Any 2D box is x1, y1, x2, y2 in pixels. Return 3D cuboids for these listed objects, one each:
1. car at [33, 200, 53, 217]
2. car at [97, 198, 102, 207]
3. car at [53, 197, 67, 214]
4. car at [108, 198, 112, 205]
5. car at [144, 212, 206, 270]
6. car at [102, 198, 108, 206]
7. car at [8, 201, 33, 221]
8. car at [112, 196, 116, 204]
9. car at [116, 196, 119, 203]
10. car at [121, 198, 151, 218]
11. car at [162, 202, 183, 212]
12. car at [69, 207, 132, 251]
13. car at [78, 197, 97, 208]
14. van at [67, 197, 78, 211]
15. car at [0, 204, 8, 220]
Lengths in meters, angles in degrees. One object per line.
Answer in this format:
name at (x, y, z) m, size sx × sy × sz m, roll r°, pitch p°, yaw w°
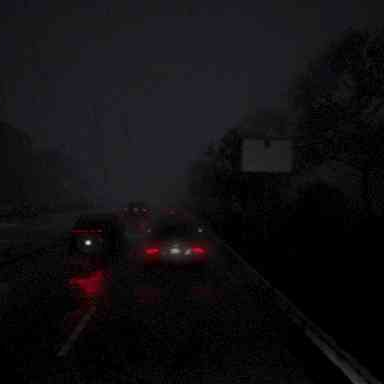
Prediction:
car at (-17.681, 1.762, 36.900) m, size 2.185 × 1.767 × 4.553 m, roll 0°, pitch -1°, yaw -4°
car at (-19.485, 2.151, 64.438) m, size 2.097 × 1.535 × 5.008 m, roll 0°, pitch -1°, yaw -4°
car at (-18.042, 1.815, 42.413) m, size 2.185 × 1.767 × 4.553 m, roll 0°, pitch -1°, yaw -4°
car at (-20.210, 2.131, 75.491) m, size 2.185 × 1.767 × 4.553 m, roll 0°, pitch -1°, yaw -4°
car at (-0.581, 1.655, 11.415) m, size 2.033 × 1.411 × 5.357 m, roll 0°, pitch 0°, yaw -3°
car at (-19.846, 2.205, 69.952) m, size 2.231 × 1.521 × 4.892 m, roll 0°, pitch -1°, yaw -4°
car at (-17.326, 1.876, 31.481) m, size 2.002 × 1.452 × 4.674 m, roll 0°, pitch -1°, yaw -4°
car at (-20.570, 2.184, 81.005) m, size 2.185 × 1.767 × 4.553 m, roll 0°, pitch -1°, yaw -4°
car at (-20.938, 2.403, 86.612) m, size 2.002 × 1.452 × 4.674 m, roll 0°, pitch -1°, yaw -4°
car at (-5.077, 1.666, 31.434) m, size 2.097 × 1.767 × 4.553 m, roll 0°, pitch -1°, yaw -3°
car at (-1.946, 1.791, 33.522) m, size 1.882 × 1.535 × 5.008 m, roll 0°, pitch 0°, yaw -3°
car at (-4.038, 1.665, 14.901) m, size 1.837 × 1.490 × 4.892 m, roll 0°, pitch 0°, yaw -3°
car at (-19.131, 1.848, 59.019) m, size 2.435 × 2.045 × 5.566 m, roll 0°, pitch -1°, yaw -4°
van at (-18.394, 1.766, 47.779) m, size 1.878 × 1.987 × 4.442 m, roll 0°, pitch -1°, yaw -4°
car at (-16.964, 1.784, 25.973) m, size 2.231 × 1.521 × 4.892 m, roll 0°, pitch -1°, yaw -4°
